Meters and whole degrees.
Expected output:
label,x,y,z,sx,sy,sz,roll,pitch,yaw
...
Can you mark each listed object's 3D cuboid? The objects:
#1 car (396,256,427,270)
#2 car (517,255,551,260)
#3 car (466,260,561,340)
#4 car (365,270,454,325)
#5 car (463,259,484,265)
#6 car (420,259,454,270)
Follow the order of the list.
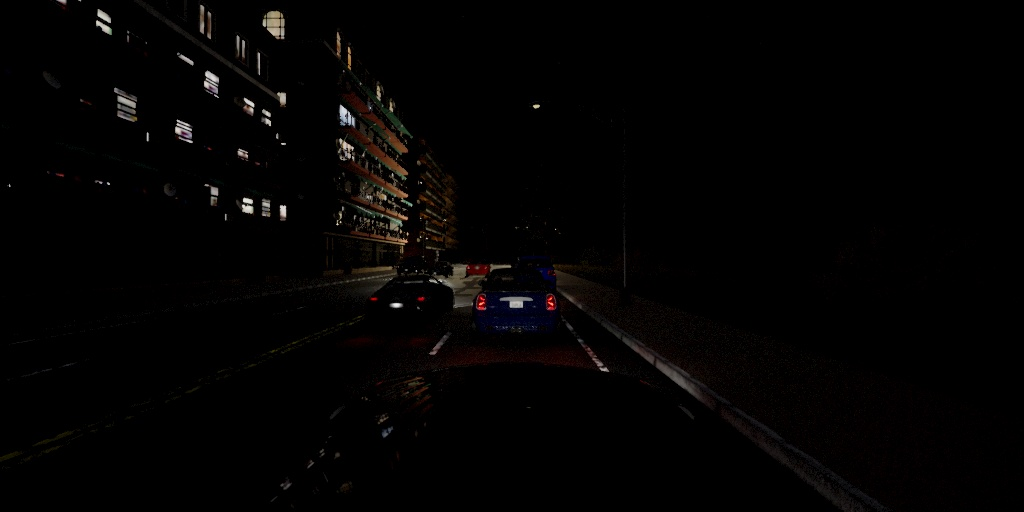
label,x,y,z,sx,sy,sz,roll,pitch,yaw
car,-9.859,0.973,36.168,2.150,2.045,5.566,0,0,0
car,1.132,0.977,19.725,2.150,2.045,5.566,0,0,0
car,0.095,1.103,10.150,2.097,1.767,4.553,0,0,0
car,-3.153,1.316,11.775,1.994,1.385,4.181,0,0,0
car,-3.157,1.103,34.566,2.097,1.767,4.553,0,0,0
car,-6.607,1.243,33.208,2.128,1.511,4.902,0,0,0
